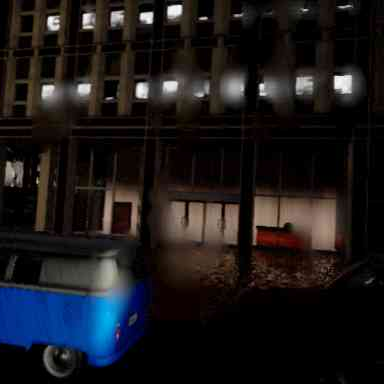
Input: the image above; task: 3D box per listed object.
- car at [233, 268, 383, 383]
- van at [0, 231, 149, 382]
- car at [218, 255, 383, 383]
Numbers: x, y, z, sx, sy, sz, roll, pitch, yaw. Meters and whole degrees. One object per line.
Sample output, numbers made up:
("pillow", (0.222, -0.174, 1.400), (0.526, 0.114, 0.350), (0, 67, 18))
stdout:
("car", (2.562, 1.598, 1.881), (4.553, 1.767, 2.097), (2, -3, 7))
("van", (-2.657, 1.552, 5.246), (3.998, 1.788, 1.690), (2, -3, 13))
("car", (2.886, 1.700, 4.001), (5.009, 1.841, 2.192), (2, -3, 13))
